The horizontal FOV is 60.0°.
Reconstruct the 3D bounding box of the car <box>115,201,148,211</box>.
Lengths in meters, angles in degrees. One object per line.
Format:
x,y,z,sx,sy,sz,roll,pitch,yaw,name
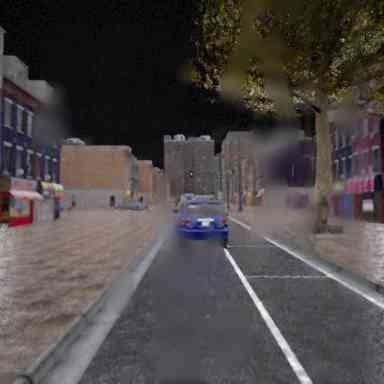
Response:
-9.061,2.148,49.625,4.902,1.511,2.128,0,-3,2,car

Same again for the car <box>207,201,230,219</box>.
2.676,1.839,34.515,1.967,1.590,4.097,2,-1,0,car

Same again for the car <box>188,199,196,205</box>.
0.033,2.575,86.367,1.837,1.490,4.892,0,-1,0,car

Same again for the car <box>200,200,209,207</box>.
2.684,2.510,72.300,1.752,1.417,4.829,1,-1,0,car

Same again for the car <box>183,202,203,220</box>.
0.104,1.860,33.310,1.882,1.535,5.008,0,-1,0,car

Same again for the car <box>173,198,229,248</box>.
0.321,1.393,16.000,2.150,2.045,5.566,0,-1,-5,car

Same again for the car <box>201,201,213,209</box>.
2.680,2.355,61.258,1.947,1.339,4.313,1,-1,0,car

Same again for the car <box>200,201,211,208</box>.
2.681,2.449,66.694,1.947,1.339,4.313,1,-1,0,car
